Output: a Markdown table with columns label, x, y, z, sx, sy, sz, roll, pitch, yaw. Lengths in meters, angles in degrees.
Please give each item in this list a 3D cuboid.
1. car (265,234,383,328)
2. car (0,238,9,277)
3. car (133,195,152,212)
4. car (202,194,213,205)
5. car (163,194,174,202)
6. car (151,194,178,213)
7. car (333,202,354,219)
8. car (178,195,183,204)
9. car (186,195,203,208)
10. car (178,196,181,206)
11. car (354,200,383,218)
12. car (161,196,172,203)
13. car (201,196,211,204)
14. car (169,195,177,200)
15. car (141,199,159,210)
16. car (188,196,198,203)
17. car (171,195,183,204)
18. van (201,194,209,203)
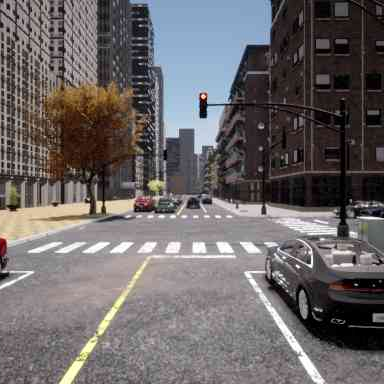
| label | x | y | z | sx | sy | sz | roll | pitch | yaw |
| --- | --- | --- | --- | --- | --- | --- | --- | --- | --- |
| car | 2.705 | 1.551 | 6.905 | 2.008 | 1.369 | 4.403 | 0 | 0 | 0 |
| car | -5.675 | 1.545 | 6.925 | 1.887 | 1.381 | 4.507 | 0 | 0 | 0 |
| car | -5.600 | 1.336 | 39.313 | 2.192 | 1.841 | 5.009 | 0 | 0 | 0 |
| car | 2.834 | 1.611 | 61.384 | 1.947 | 1.339 | 4.313 | 0 | 0 | 0 |
| car | -5.508 | 1.386 | 77.973 | 2.192 | 1.841 | 5.009 | 0 | 0 | 0 |
| car | -2.985 | 1.371 | 36.995 | 2.097 | 1.767 | 4.553 | 0 | 0 | -1 |
| car | 13.487 | 1.350 | 26.286 | 4.403 | 1.369 | 2.008 | -1 | 1 | 0 |
| car | -2.959 | 1.529 | 55.291 | 2.128 | 1.511 | 4.902 | 0 | 0 | 0 |
| car | 0.214 | 1.535 | 49.175 | 1.837 | 1.490 | 4.892 | 0 | 0 | 0 |
| car | -2.990 | 1.629 | 45.979 | 1.895 | 1.301 | 4.718 | 0 | 0 | 0 |
| car | 14.936 | 1.327 | 23.691 | 5.357 | 1.411 | 2.033 | -1 | 0 | 3 |
| car | -5.521 | 1.627 | 72.451 | 1.947 | 1.339 | 4.313 | 0 | 0 | 0 |
| car | 2.847 | 1.578 | 67.077 | 1.752 | 1.417 | 4.829 | 0 | 0 | 0 |
| car | -5.469 | 1.654 | 94.542 | 2.008 | 1.369 | 4.403 | 0 | 0 | 0 |
| car | -5.586 | 1.592 | 44.836 | 1.947 | 1.339 | 4.313 | 0 | 0 | 0 |
| car | 0.173 | 1.582 | 72.624 | 2.128 | 1.511 | 4.902 | 0 | 0 | 0 |
| car | -2.889 | 1.402 | 65.096 | 2.097 | 1.767 | 4.553 | 0 | 0 | 1 |
| van | 2.860 | 1.402 | 72.431 | 1.690 | 1.788 | 3.998 | 0 | 0 | 0 |
